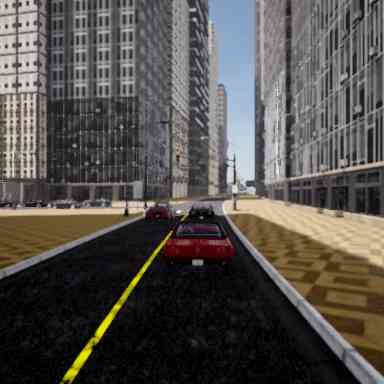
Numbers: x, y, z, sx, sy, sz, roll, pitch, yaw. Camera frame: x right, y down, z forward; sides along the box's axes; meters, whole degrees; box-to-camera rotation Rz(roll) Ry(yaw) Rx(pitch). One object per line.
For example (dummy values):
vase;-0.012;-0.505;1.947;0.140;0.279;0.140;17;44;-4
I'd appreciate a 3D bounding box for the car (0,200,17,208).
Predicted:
car;-31.087;1.950;55.451;4.313;1.339;1.947;-1;1;12

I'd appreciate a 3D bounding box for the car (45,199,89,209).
car;-16.396;1.648;43.654;4.403;1.369;2.008;-1;1;12

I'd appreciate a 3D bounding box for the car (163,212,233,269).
car;0.231;1.567;10.974;1.895;1.301;4.718;0;0;2

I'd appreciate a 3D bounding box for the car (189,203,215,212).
car;0.815;1.514;25.789;1.895;1.301;4.718;0;0;4

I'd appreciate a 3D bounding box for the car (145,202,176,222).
car;-2.336;1.477;25.539;1.994;1.385;4.181;0;0;3

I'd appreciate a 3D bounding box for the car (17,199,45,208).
car;-25.592;1.857;54.247;4.313;1.339;1.947;-1;1;12

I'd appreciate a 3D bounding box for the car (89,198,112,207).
car;-14.604;1.658;51.840;4.403;1.369;2.008;-1;1;12
